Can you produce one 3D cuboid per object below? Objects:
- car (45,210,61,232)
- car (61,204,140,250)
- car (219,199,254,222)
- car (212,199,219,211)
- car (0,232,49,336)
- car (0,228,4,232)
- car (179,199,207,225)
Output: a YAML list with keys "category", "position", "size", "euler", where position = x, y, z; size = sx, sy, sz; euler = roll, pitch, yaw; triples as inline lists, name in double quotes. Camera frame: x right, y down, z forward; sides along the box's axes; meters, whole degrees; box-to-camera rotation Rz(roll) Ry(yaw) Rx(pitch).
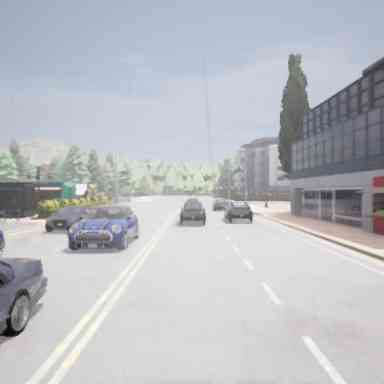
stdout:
- category: "car"
  position: [-7.046, 1.562, 19.833]
  size: [1.994, 1.385, 4.181]
  euler: [0, 0, 1]
- category: "car"
  position: [-3.580, 1.350, 14.229]
  size: [2.097, 1.767, 4.553]
  euler: [0, 0, 0]
- category: "car"
  position: [3.583, 1.492, 26.086]
  size: [2.128, 1.511, 4.902]
  euler: [0, 0, 0]
- category: "car"
  position: [3.586, 1.563, 41.357]
  size: [1.994, 1.385, 4.181]
  euler: [0, 0, 0]
- category: "car"
  position: [-3.601, 1.547, 3.942]
  size: [2.033, 1.411, 5.357]
  euler: [0, 0, 0]
- category: "car"
  position: [-7.087, 1.524, 9.288]
  size: [1.812, 1.442, 4.674]
  euler: [0, 0, 0]
- category: "car"
  position: [0.073, 1.491, 24.204]
  size: [2.128, 1.511, 4.902]
  euler: [0, 0, 0]
